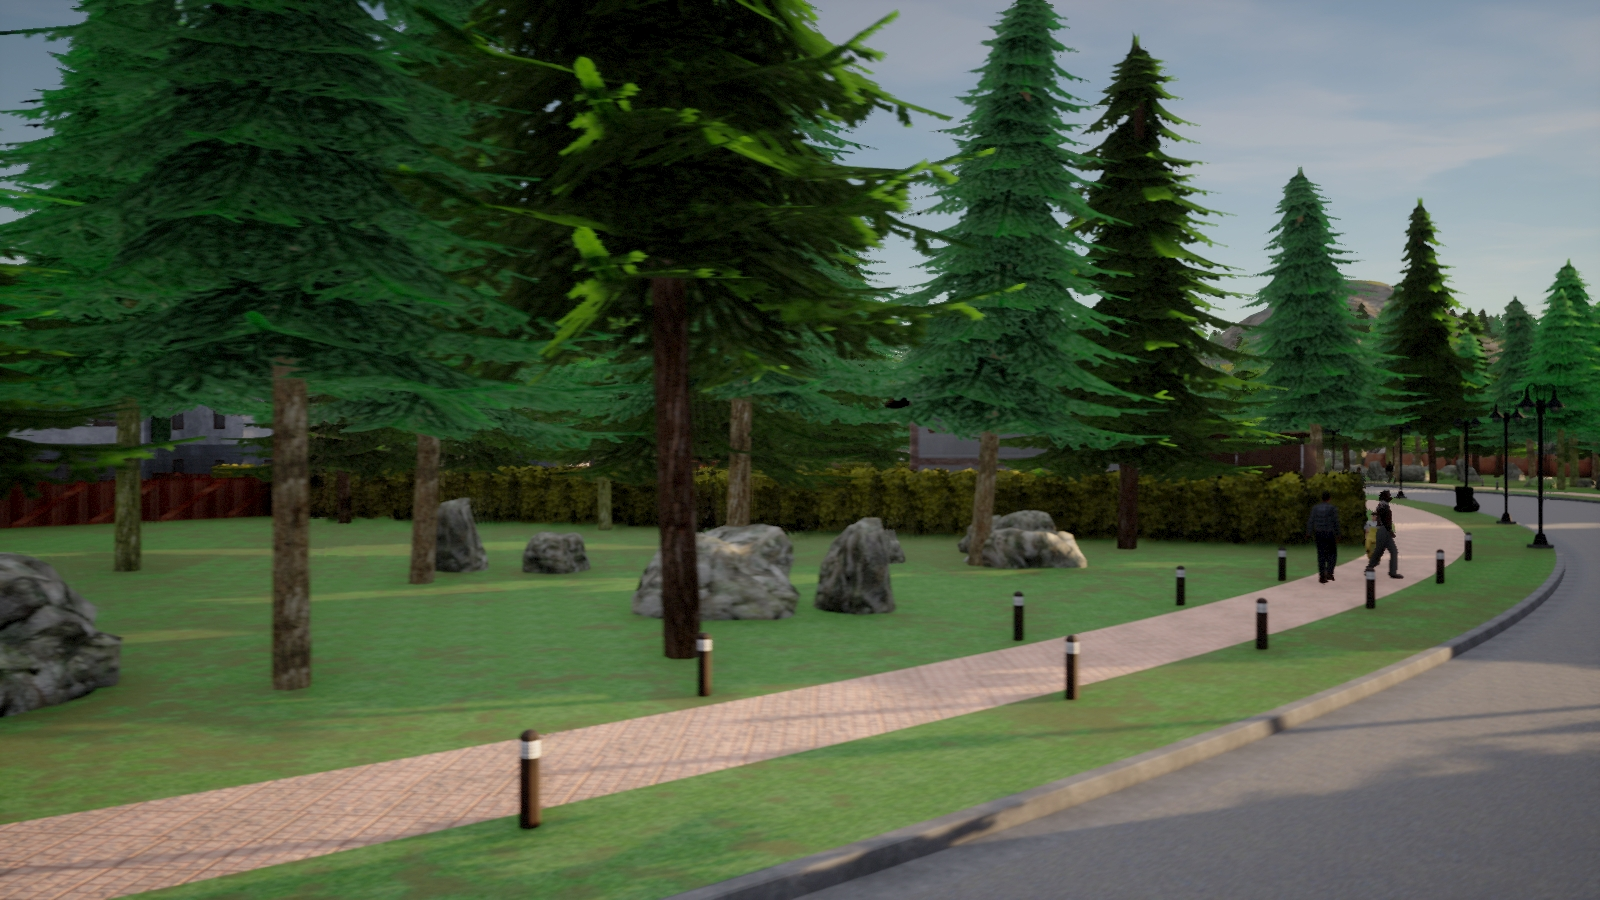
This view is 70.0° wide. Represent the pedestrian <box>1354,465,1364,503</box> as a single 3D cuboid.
[{"bbox_3d":[27.406,1.665,56.008,0.375,1.860,0.375,0,0,14],"label":"pedestrian"}]

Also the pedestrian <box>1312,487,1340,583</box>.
[{"bbox_3d":[10.346,1.664,22.475,0.375,1.860,0.375,0,0,-44],"label":"pedestrian"}]

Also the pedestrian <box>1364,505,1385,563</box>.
[{"bbox_3d":[13.291,1.944,26.417,0.375,1.300,0.375,0,0,38],"label":"pedestrian"}]

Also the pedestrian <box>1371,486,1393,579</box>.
[{"bbox_3d":[11.886,1.664,23.319,0.375,1.860,0.375,0,0,30],"label":"pedestrian"}]
